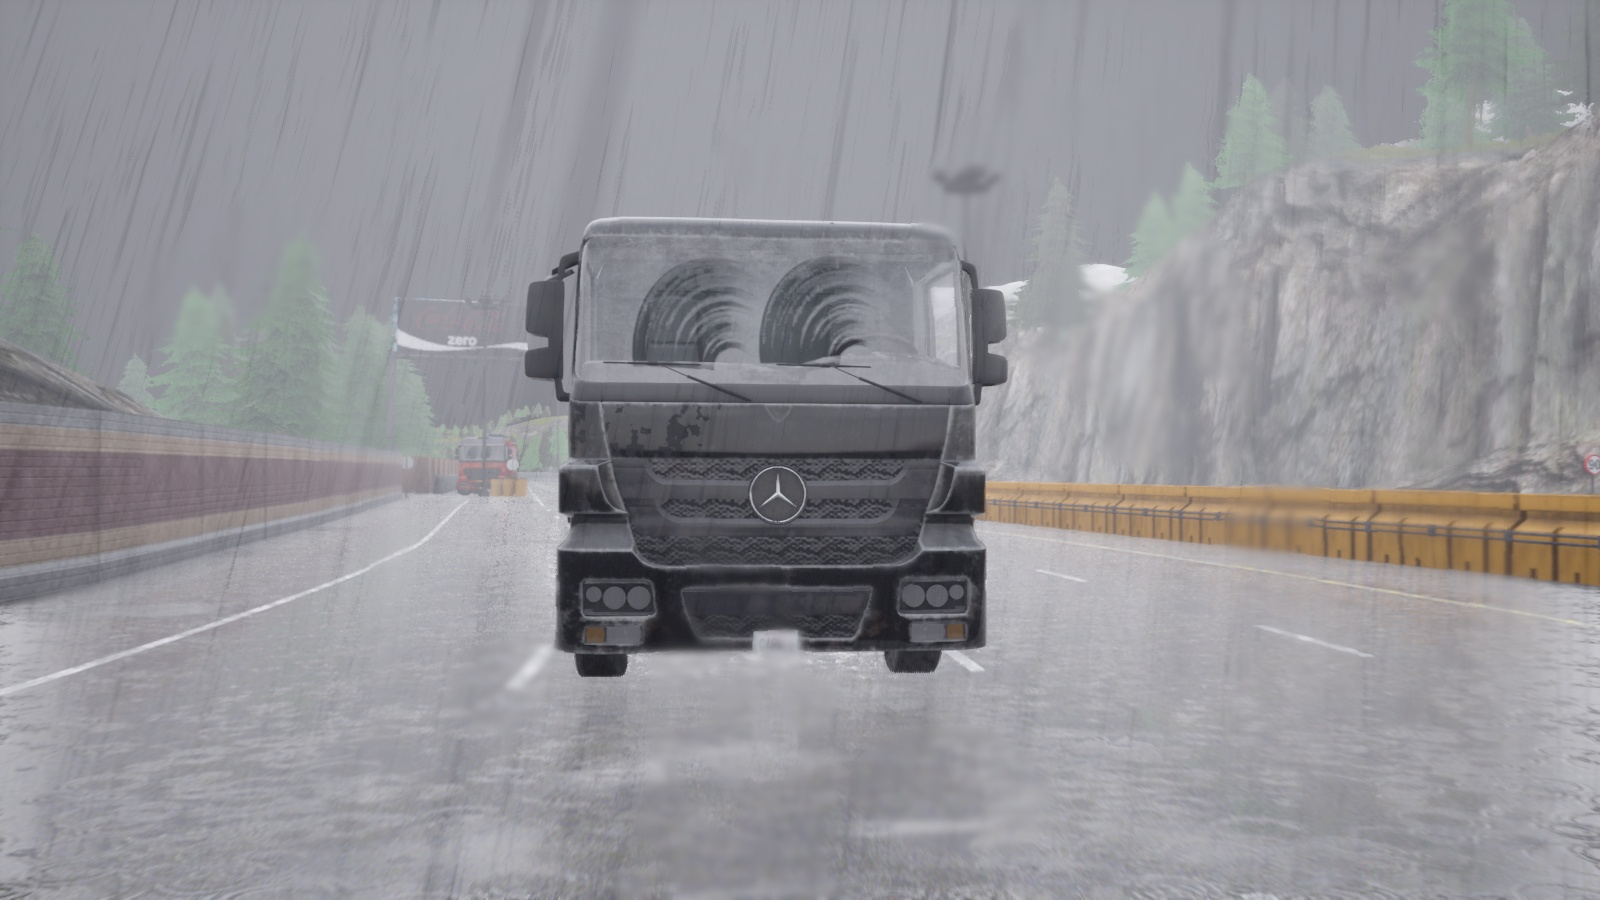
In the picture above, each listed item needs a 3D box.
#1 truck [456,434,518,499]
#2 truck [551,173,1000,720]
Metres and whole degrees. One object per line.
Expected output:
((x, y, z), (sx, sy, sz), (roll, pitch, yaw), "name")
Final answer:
((-19.720, 1.063, 79.590), (2.891, 3.827, 8.468), (0, -1, -8), "truck")
((-0.554, 0.037, 12.037), (2.891, 3.462, 7.936), (0, -1, -6), "truck")
